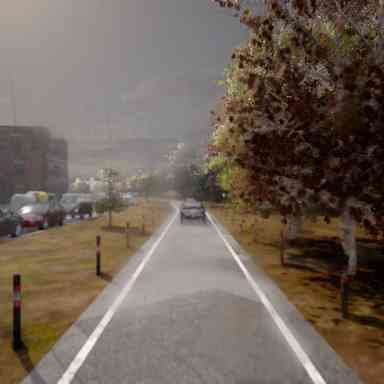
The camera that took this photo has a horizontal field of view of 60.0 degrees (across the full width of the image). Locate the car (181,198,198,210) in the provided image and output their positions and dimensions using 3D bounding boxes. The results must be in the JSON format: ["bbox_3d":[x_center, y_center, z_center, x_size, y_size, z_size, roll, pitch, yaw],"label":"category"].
[{"bbox_3d":[-0.352,1.464,42.116,1.994,1.385,4.181,0,0,-3],"label":"car"}]

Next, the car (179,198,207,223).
[{"bbox_3d":[0.089,1.441,25.084,2.128,1.511,4.902,0,0,0],"label":"car"}]

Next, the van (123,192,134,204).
[{"bbox_3d":[-11.127,1.070,58.596,1.878,1.987,4.442,1,-1,-10],"label":"van"}]

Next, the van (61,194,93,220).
[{"bbox_3d":[-9.100,1.145,26.415,1.878,1.987,4.442,0,-1,-3],"label":"van"}]

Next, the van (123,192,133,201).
[{"bbox_3d":[-14.529,1.066,75.006,1.878,1.987,4.442,1,-1,-16],"label":"van"}]

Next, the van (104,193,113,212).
[{"bbox_3d":[-9.269,1.126,36.366,1.878,1.987,4.442,0,-1,-2],"label":"van"}]

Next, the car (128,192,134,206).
[{"bbox_3d":[-10.413,1.061,53.140,2.435,2.045,5.566,1,-1,-9],"label":"car"}]

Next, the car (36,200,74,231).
[{"bbox_3d":[-9.087,1.411,19.903,2.163,1.488,4.792,0,-1,-2],"label":"car"}]

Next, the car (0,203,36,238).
[{"bbox_3d":[-9.079,1.390,14.392,2.231,1.521,4.892,0,-1,-2],"label":"car"}]

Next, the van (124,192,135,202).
[{"bbox_3d":[-13.179,1.056,69.592,1.878,1.987,4.442,1,-1,-15],"label":"van"}]
